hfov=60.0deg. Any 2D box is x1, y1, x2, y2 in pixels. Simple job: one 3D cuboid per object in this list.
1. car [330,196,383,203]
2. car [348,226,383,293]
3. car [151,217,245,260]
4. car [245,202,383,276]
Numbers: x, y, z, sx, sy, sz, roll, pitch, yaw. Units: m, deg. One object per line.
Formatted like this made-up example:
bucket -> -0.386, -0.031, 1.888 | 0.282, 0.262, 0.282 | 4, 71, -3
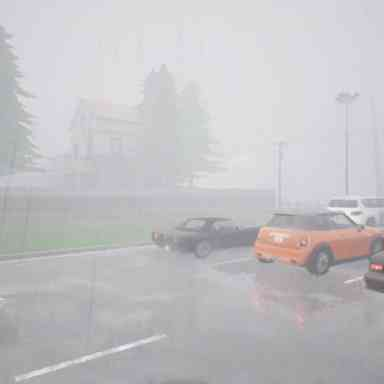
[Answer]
car -> 9.855, 1.226, 18.955 | 5.566, 2.045, 2.150 | -1, 0, -36
car -> 6.024, 1.548, 7.572 | 5.357, 1.411, 2.033 | 0, 0, -36
car -> 0.964, 1.601, 12.566 | 4.718, 1.301, 1.895 | 0, 0, -36
car -> 4.153, 1.352, 10.558 | 4.553, 1.767, 2.097 | 0, 0, -36
